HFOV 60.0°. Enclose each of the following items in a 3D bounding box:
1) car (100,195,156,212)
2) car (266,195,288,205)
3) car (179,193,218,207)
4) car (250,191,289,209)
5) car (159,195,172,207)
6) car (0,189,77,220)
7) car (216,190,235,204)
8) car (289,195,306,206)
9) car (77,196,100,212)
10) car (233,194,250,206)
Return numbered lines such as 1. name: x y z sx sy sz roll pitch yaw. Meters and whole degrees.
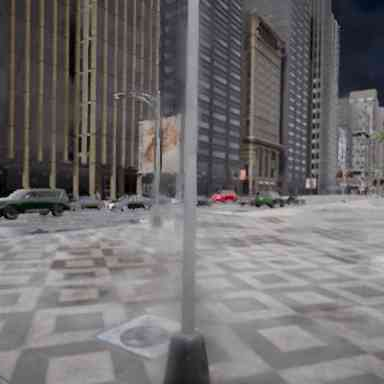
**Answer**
1. car: -5.813 1.067 31.532 2.128 1.511 4.902 2 1 35
2. car: 13.615 1.255 53.227 1.994 1.385 4.181 2 1 35
3. car: 0.607 1.139 40.603 2.033 1.411 5.357 1 1 35
4. car: 9.912 0.966 42.276 2.150 2.045 5.566 2 1 36
5. car: -4.286 1.042 39.312 1.812 1.442 4.674 2 1 36
6. car: -11.439 0.785 23.562 2.150 2.045 5.566 2 1 35
7. car: 4.994 0.767 52.286 2.150 2.045 5.566 2 1 35
8. car: 16.030 1.265 51.010 1.837 1.490 4.892 2 1 35
9. car: -10.160 1.066 31.015 1.994 1.385 4.181 1 1 34
10. car: 8.178 1.225 45.437 2.033 1.411 5.357 2 1 36
